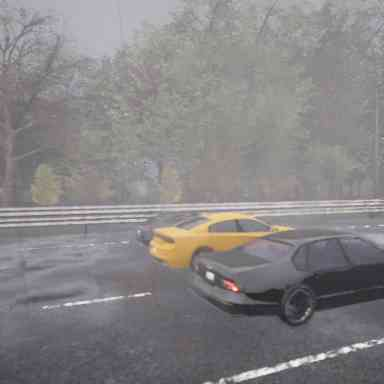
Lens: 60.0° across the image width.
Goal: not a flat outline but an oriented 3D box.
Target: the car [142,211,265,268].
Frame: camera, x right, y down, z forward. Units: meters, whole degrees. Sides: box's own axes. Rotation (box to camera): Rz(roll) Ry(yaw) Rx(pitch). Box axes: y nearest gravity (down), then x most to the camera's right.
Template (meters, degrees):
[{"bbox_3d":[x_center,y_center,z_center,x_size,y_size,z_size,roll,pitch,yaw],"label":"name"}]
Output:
[{"bbox_3d":[1.255,1.381,9.955,5.008,1.535,1.882,0,1,-23],"label":"car"}]

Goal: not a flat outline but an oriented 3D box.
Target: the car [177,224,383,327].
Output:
[{"bbox_3d":[2.614,1.483,6.733,5.357,1.411,2.033,0,1,-23],"label":"car"}]

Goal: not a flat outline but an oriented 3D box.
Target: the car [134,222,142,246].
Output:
[{"bbox_3d":[-0.144,1.432,13.163,4.181,1.385,1.994,0,1,-23],"label":"car"}]
